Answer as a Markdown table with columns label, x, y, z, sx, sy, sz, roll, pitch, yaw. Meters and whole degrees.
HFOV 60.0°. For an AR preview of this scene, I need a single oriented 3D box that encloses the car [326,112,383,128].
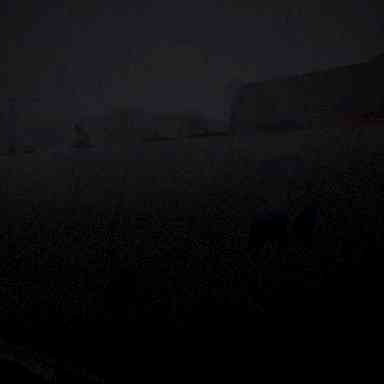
| label | x | y | z | sx | sy | sz | roll | pitch | yaw |
| --- | --- | --- | --- | --- | --- | --- | --- | --- | --- |
| car | 10.695 | -3.987 | 19.967 | 5.008 | 1.535 | 2.097 | 2 | 2 | 35 |

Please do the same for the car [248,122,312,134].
| label | x | y | z | sx | sy | sz | roll | pitch | yaw |
| --- | --- | --- | --- | --- | --- | --- | --- | --- | --- |
| car | 6.156 | -4.129 | 23.156 | 4.674 | 1.452 | 2.002 | 2 | 2 | 36 |

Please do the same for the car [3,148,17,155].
| label | x | y | z | sx | sy | sz | roll | pitch | yaw |
| --- | --- | --- | --- | --- | --- | --- | --- | --- | --- |
| car | -24.611 | -5.354 | 46.598 | 4.553 | 1.767 | 2.185 | 2 | 1 | 37 |

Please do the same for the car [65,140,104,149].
| label | x | y | z | sx | sy | sz | roll | pitch | yaw |
| --- | --- | --- | --- | --- | --- | --- | --- | --- | --- |
| car | -11.371 | -4.921 | 36.445 | 4.553 | 1.767 | 2.185 | 2 | 1 | 37 |

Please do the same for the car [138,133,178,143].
| label | x | y | z | sx | sy | sz | roll | pitch | yaw |
| --- | --- | --- | --- | --- | --- | --- | --- | --- | --- |
| car | -2.695 | -4.505 | 29.791 | 4.892 | 1.521 | 2.231 | 2 | 1 | 37 |

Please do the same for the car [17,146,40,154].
| label | x | y | z | sx | sy | sz | roll | pitch | yaw |
| --- | --- | --- | --- | --- | --- | --- | --- | --- | --- |
| car | -20.232 | -5.214 | 43.240 | 4.553 | 1.767 | 2.185 | 2 | 1 | 37 |

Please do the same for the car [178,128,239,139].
| label | x | y | z | sx | sy | sz | roll | pitch | yaw |
| --- | --- | --- | --- | --- | --- | --- | --- | --- | --- |
| car | 1.689 | -4.346 | 26.440 | 4.892 | 1.521 | 2.231 | 2 | 1 | 37 |

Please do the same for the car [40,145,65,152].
| label | x | y | z | sx | sy | sz | roll | pitch | yaw |
| --- | --- | --- | --- | --- | --- | --- | --- | --- | --- |
| car | -15.732 | -4.899 | 39.789 | 4.674 | 1.452 | 2.002 | 2 | 1 | 37 |
